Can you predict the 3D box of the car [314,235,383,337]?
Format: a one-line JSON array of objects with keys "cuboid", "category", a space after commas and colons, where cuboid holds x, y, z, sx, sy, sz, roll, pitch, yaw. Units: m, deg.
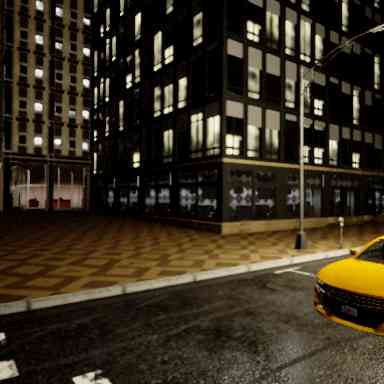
[{"cuboid": [4.444, 1.570, 6.534, 5.008, 1.535, 1.882, 1, -1, -35], "category": "car"}]
